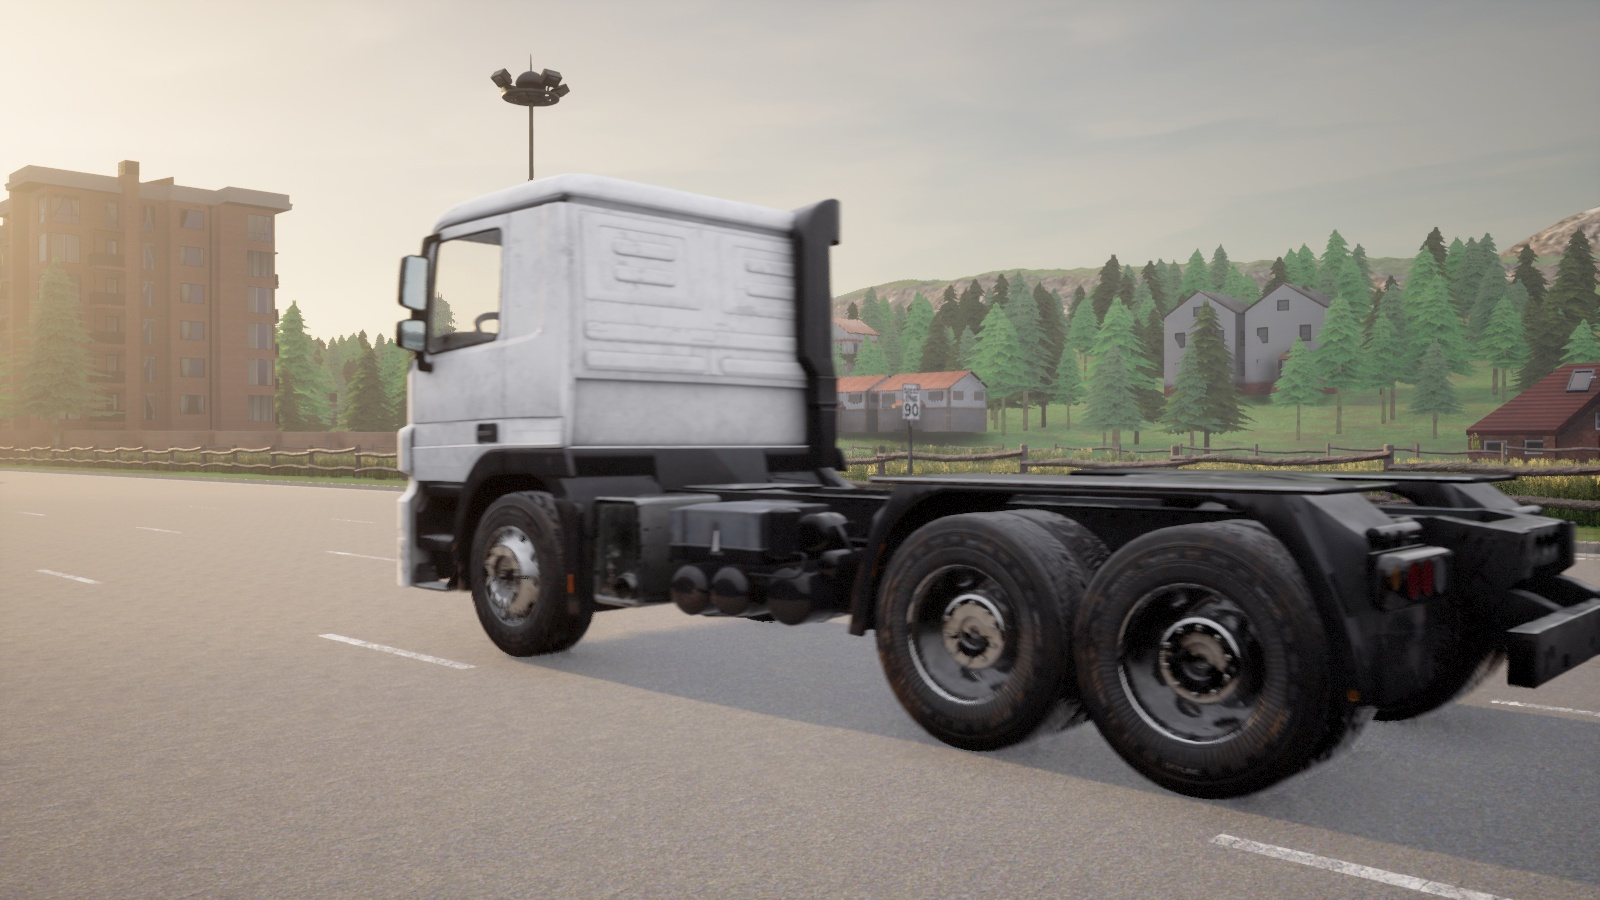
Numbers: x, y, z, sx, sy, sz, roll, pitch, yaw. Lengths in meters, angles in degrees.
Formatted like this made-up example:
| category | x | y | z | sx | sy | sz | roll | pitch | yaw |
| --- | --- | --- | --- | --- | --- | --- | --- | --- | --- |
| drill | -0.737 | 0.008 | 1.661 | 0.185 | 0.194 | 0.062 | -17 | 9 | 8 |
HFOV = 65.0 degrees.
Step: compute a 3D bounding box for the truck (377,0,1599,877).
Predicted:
| category | x | y | z | sx | sy | sz | roll | pitch | yaw |
| --- | --- | --- | --- | --- | --- | --- | --- | --- | --- |
| truck | 0.562 | -0.281 | 8.111 | 7.936 | 3.462 | 2.891 | 0 | 0 | 44 |
